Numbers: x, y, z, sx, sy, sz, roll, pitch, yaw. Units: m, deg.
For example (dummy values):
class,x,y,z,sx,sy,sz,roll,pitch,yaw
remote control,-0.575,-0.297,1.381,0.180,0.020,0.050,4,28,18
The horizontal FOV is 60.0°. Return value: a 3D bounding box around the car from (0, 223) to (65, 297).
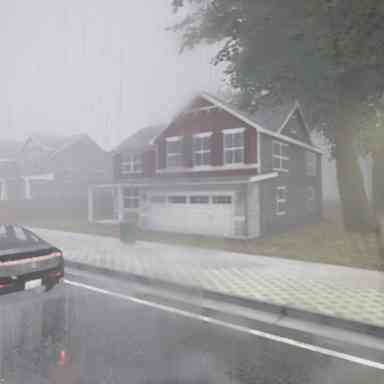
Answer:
class,x,y,z,sx,sy,sz,roll,pitch,yaw
car,-4.863,1.449,7.464,4.902,1.511,2.128,0,0,36
